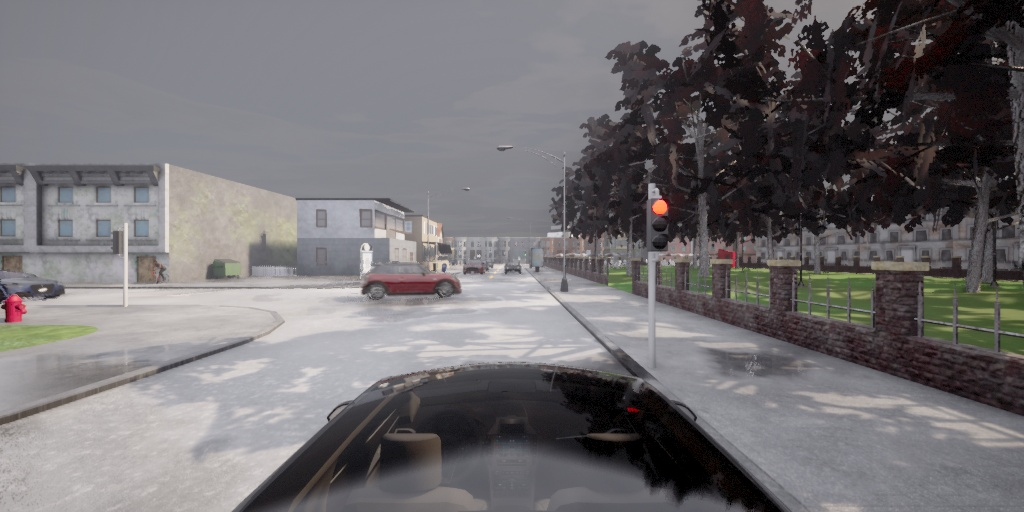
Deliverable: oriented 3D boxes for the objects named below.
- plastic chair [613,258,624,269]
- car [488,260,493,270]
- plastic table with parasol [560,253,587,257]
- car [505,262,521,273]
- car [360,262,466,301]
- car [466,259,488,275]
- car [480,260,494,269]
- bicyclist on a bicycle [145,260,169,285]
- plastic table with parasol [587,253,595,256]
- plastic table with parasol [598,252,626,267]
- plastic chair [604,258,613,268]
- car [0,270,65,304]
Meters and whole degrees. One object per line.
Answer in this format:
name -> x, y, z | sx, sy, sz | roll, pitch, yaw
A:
plastic chair -> 16.012, 1.291, 54.021 | 0.750, 1.272, 0.730 | 0, 0, -40
car -> -4.108, 1.293, 49.042 | 2.033, 1.411, 5.357 | 0, 0, 0
plastic table with parasol -> 9.959, 0.679, 57.757 | 2.482, 2.480, 2.482 | 0, 0, -40
car -> 0.100, 1.347, 42.728 | 1.895, 1.301, 4.718 | 0, 0, 0
car -> -4.774, 1.099, 17.181 | 4.553, 1.767, 2.097 | 0, 0, -20
car -> -4.109, 1.098, 39.527 | 2.097, 1.767, 4.553 | 0, 0, 0
car -> -4.087, 1.308, 58.893 | 1.994, 1.385, 4.181 | 0, 0, 0
bicyclist on a bicycle -> -23.867, 1.096, 24.144 | 0.582, 1.620, 1.656 | 0, 0, 0
plastic table with parasol -> 14.655, 0.667, 63.233 | 2.482, 2.480, 2.482 | 0, 0, -42
plastic table with parasol -> 15.279, 0.689, 55.020 | 2.482, 2.480, 2.482 | 0, 0, -40
plastic chair -> 14.306, 1.301, 54.118 | 0.730, 1.272, 0.750 | 0, 0, -35
car -> -22.588, 1.313, 15.744 | 4.181, 1.385, 1.994 | 0, 0, 0
